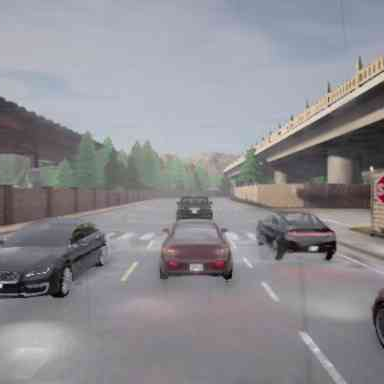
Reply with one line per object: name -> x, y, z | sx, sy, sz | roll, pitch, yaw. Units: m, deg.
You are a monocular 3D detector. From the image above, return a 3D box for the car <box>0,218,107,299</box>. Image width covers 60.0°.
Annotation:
car -> -3.551, 1.488, 8.543 | 1.837, 1.490, 4.892 | 0, 0, 0

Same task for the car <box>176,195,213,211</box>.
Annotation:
car -> 0.177, 1.177, 21.212 | 2.150, 2.045, 5.566 | 0, 0, 1

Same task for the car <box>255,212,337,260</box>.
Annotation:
car -> 3.605, 1.466, 12.284 | 2.128, 1.511, 4.902 | 0, 0, 0

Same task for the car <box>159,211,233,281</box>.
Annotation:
car -> 0.100, 1.505, 9.699 | 1.812, 1.442, 4.674 | 0, 0, 0

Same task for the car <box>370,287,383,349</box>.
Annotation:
car -> 3.596, 1.519, 3.066 | 1.812, 1.442, 4.674 | 0, 0, 0
